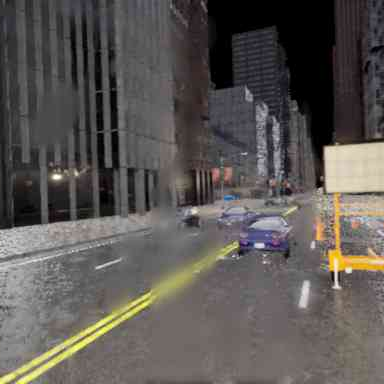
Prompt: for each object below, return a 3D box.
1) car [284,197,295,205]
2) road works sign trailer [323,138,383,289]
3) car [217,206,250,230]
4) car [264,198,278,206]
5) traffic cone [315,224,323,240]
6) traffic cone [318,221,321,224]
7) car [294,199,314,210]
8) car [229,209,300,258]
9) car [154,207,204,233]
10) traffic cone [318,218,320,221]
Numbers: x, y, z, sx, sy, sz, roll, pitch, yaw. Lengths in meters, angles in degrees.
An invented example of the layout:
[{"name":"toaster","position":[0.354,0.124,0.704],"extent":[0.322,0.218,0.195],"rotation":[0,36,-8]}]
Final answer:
[{"name":"car","position":[18.169,1.614,61.266],"extent":[1.812,1.442,4.674],"rotation":[-2,-1,22]},{"name":"road works sign trailer","position":[4.761,0.424,8.708],"extent":[2.380,3.560,2.880],"rotation":[-2,-1,21]},{"name":"car","position":[3.115,1.697,22.727],"extent":[1.812,1.442,4.674],"rotation":[-2,-1,21]},{"name":"car","position":[14.421,1.750,60.596],"extent":[2.033,1.411,5.357],"rotation":[-2,-1,22]},{"name":"traffic cone","position":[5.985,1.959,15.711],"extent":[0.340,0.580,0.340],"rotation":[-2,-1,21]},{"name":"traffic cone","position":[6.709,1.957,17.575],"extent":[0.340,0.580,0.340],"rotation":[-2,-1,21]},{"name":"car","position":[14.957,1.578,43.716],"extent":[1.994,1.385,4.181],"rotation":[-2,-1,21]},{"name":"car","position":[3.050,1.592,13.080],"extent":[1.812,1.442,4.674],"rotation":[-2,-1,21]},{"name":"car","position":[-0.757,1.776,21.773],"extent":[2.128,1.511,4.902],"rotation":[-2,-1,21]},{"name":"traffic cone","position":[7.434,1.954,19.439],"extent":[0.340,0.580,0.340],"rotation":[-2,-1,21]}]
